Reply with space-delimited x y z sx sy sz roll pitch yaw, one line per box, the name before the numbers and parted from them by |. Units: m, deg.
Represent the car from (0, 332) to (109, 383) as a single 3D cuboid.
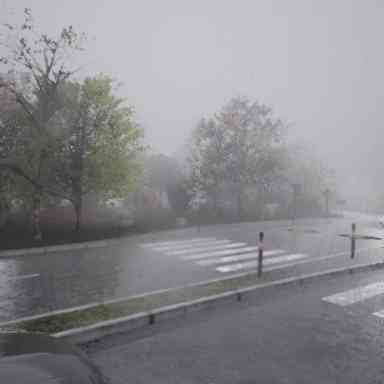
car | -2.759 1.519 1.467 4.892 1.490 1.837 -1 1 -35
